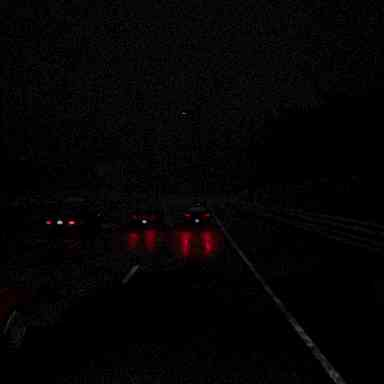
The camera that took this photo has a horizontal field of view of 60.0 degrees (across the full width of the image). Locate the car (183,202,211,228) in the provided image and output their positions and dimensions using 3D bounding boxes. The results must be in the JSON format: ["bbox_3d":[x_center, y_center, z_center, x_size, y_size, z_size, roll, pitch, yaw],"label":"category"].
[{"bbox_3d":[0.365,1.631,23.092,1.812,1.442,4.674,0,0,1],"label":"car"}]

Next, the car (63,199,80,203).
[{"bbox_3d":[-16.626,1.762,46.040,1.812,1.442,4.674,0,-1,3],"label":"car"}]

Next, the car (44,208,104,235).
[{"bbox_3d":[-6.711,1.630,19.509,2.033,1.411,5.357,0,0,1],"label":"car"}]

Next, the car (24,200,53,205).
[{"bbox_3d":[-20.183,1.825,44.971,1.895,1.301,4.718,0,0,2],"label":"car"}]

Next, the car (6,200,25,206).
[{"bbox_3d":[-23.635,1.778,46.253,2.033,1.411,5.357,0,0,2],"label":"car"}]

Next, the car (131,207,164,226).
[{"bbox_3d":[-3.113,1.710,24.362,1.895,1.301,4.718,0,0,1],"label":"car"}]

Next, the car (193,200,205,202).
[{"bbox_3d":[0.860,1.703,40.589,2.128,1.511,4.902,0,-1,2],"label":"car"}]

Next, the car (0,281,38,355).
[{"bbox_3d":[-3.383,1.610,3.164,1.895,1.301,4.718,0,0,0],"label":"car"}]
